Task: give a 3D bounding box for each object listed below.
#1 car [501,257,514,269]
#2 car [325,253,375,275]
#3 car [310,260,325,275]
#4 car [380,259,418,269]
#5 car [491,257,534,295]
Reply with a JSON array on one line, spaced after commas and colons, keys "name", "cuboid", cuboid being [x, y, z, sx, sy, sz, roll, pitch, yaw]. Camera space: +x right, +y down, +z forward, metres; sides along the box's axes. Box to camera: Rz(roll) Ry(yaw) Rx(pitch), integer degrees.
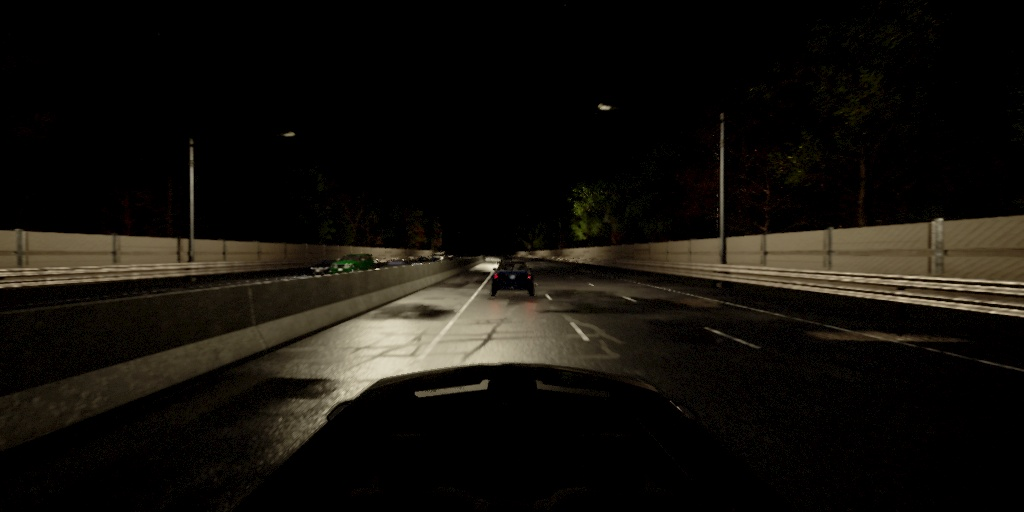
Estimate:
[{"name": "car", "cuboid": [-0.630, 0.948, 51.421, 1.837, 1.490, 4.892, 0, 1, -1]}, {"name": "car", "cuboid": [-14.349, 0.789, 32.655, 2.150, 2.045, 5.566, 0, 0, -1]}, {"name": "car", "cuboid": [-17.881, 1.078, 35.263, 1.812, 1.442, 4.674, 0, 0, -1]}, {"name": "car", "cuboid": [-10.874, 1.103, 34.156, 2.033, 1.411, 5.357, 0, 0, -1]}, {"name": "car", "cuboid": [0.012, 0.995, 18.967, 2.097, 1.767, 4.553, 0, 0, 0]}]
